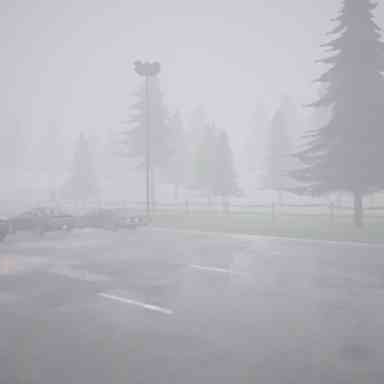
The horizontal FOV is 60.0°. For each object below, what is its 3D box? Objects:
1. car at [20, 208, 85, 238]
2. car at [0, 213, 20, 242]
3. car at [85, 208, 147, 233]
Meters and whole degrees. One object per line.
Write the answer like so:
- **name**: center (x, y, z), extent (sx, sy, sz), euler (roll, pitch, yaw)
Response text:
- **car**: center (-8.616, 1.633, 18.738), extent (4.902, 1.511, 2.128), euler (-1, 0, 36)
- **car**: center (-10.650, 1.633, 15.887), extent (4.902, 1.511, 2.128), euler (-1, 0, 35)
- **car**: center (-5.249, 1.676, 20.632), extent (5.357, 1.411, 2.033), euler (-1, 0, 35)
